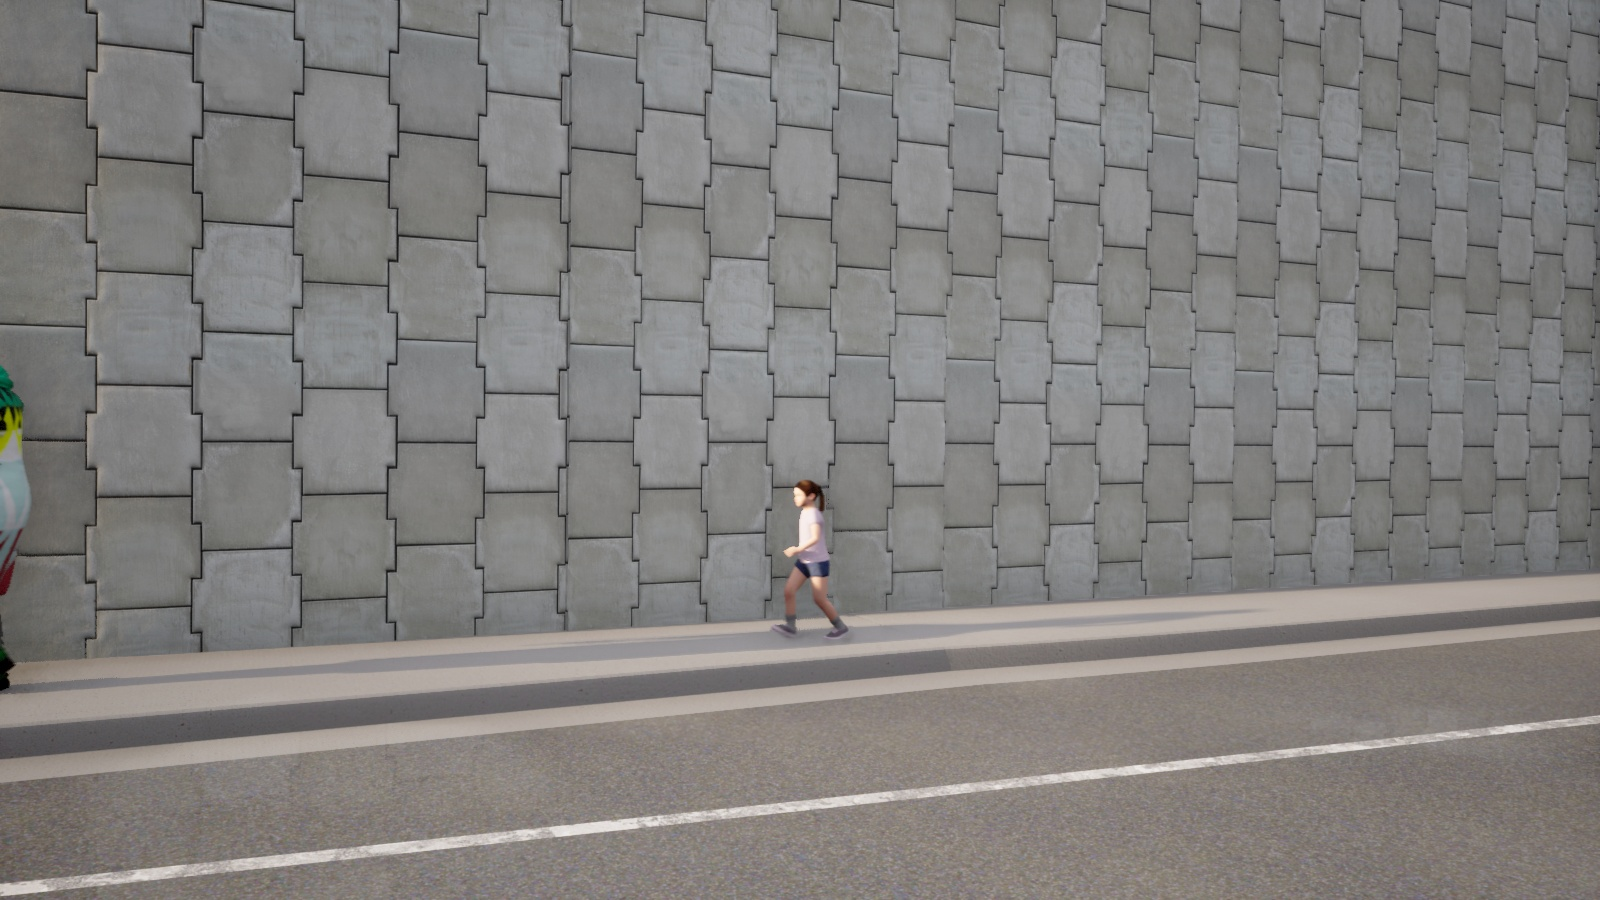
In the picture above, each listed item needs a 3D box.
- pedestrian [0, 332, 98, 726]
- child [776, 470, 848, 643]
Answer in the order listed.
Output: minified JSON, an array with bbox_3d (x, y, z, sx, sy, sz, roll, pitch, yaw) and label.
[{"bbox_3d":[-4.201,0.393,6.483,0.873,1.952,0.659,-1,1,-19],"label":"pedestrian"},{"bbox_3d":[0.081,0.696,8.359,0.394,1.110,0.255,-1,1,-26],"label":"child"}]
